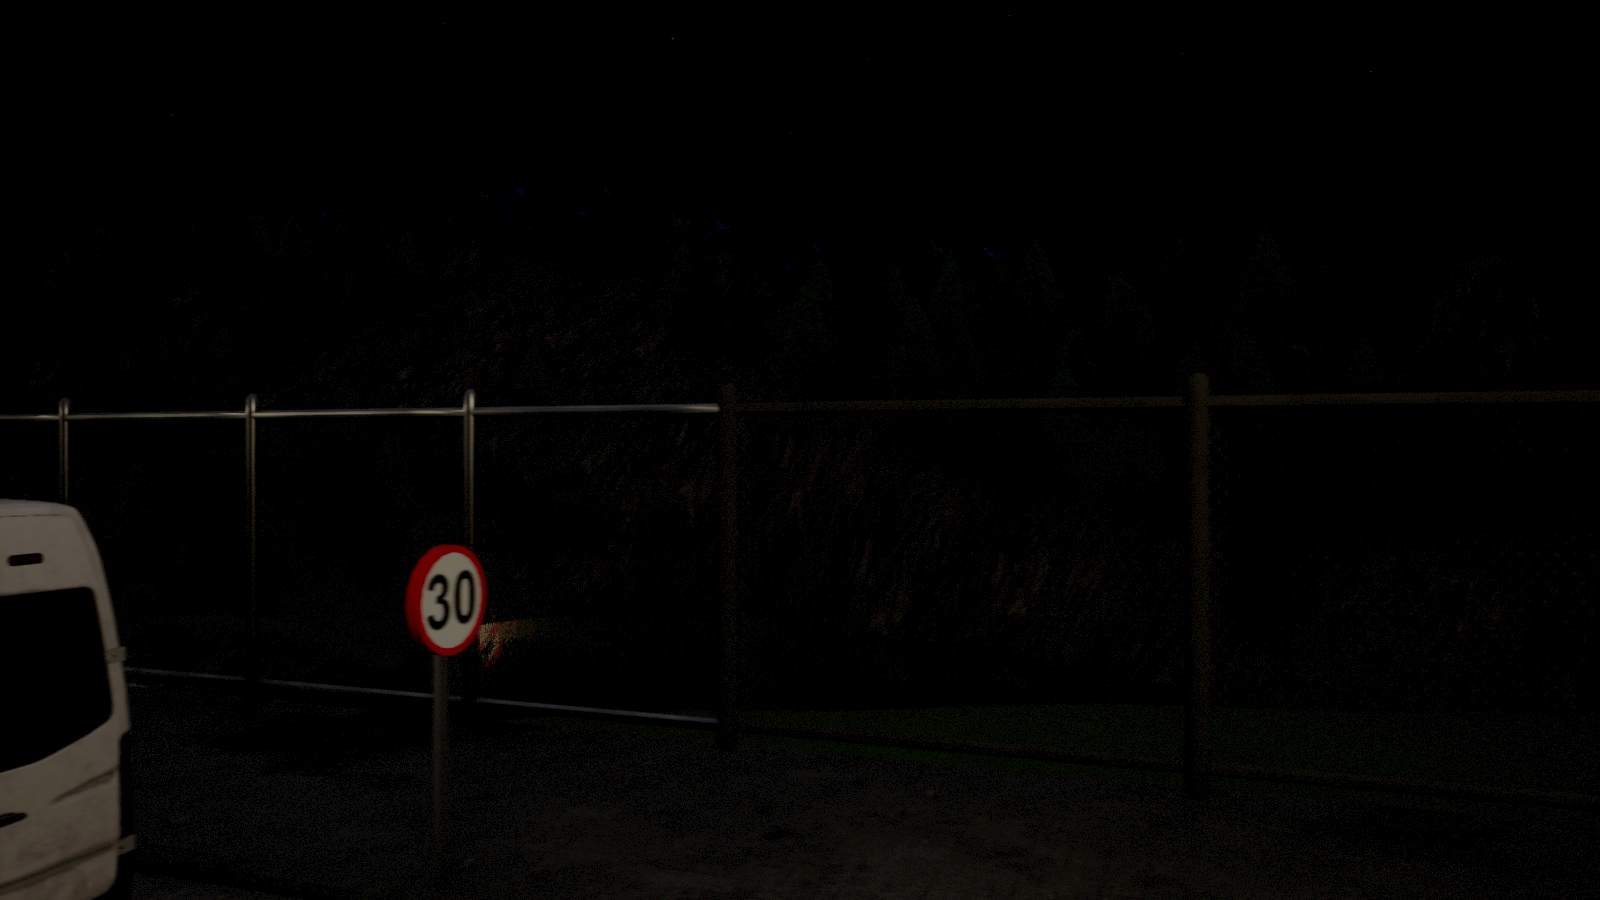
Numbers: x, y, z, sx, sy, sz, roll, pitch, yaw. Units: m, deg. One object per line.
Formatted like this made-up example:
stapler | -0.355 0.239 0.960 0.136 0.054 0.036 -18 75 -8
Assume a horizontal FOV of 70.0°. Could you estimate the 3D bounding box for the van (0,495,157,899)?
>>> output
van | -6.587 1.534 6.233 5.915 2.561 1.988 0 0 20
